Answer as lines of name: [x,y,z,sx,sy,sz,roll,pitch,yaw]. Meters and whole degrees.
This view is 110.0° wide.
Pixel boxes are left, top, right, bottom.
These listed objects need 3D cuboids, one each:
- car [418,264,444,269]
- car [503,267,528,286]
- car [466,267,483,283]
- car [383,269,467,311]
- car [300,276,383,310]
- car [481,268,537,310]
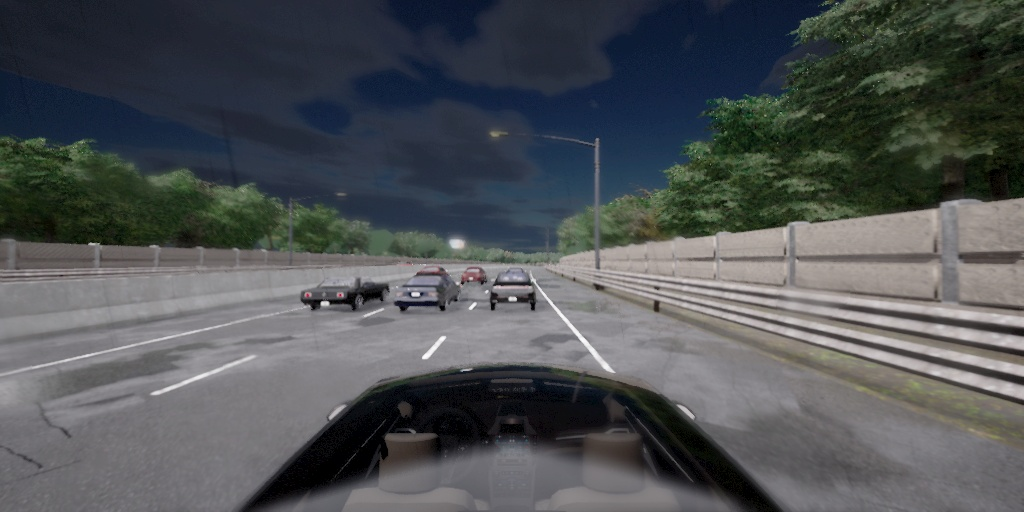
car: [-6.695,1.614,30.897,1.882,1.535,5.008,0,-1,2]
car: [0.300,1.698,30.545,1.994,1.385,4.181,0,-1,1]
car: [-3.198,1.661,30.747,1.812,1.442,4.674,0,-1,2]
car: [-3.450,1.464,15.447,2.033,1.411,5.357,0,-1,1]
car: [-6.947,1.519,15.598,1.895,1.301,4.718,0,-1,1]
car: [0.057,1.414,15.726,2.128,1.511,4.902,0,-1,1]
